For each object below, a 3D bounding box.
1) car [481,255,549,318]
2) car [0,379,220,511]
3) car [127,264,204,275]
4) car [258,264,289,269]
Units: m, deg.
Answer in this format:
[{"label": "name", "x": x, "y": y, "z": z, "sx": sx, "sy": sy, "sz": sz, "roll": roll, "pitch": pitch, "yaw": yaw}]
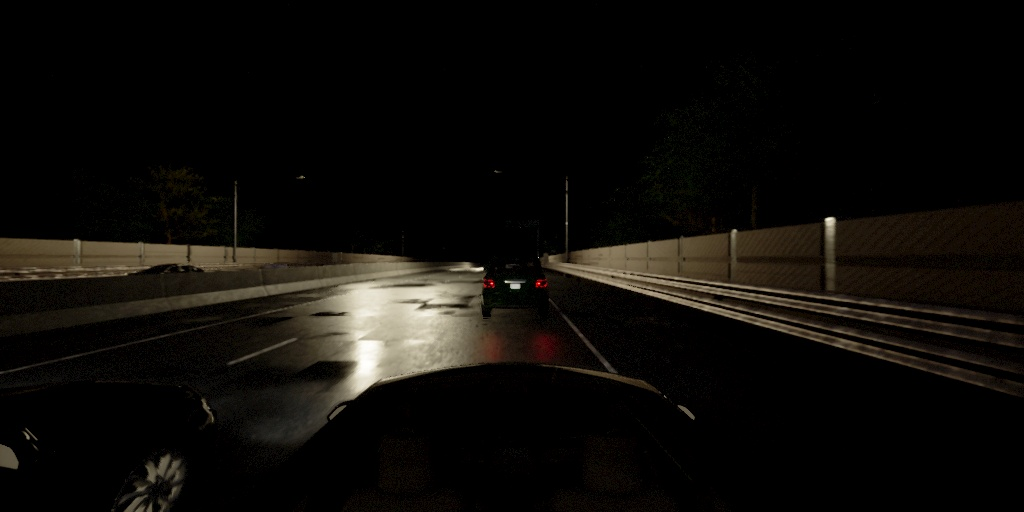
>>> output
[{"label": "car", "x": 0.095, "y": 1.001, "z": 13.282, "sx": 2.150, "sy": 2.045, "sz": 5.566, "roll": 0, "pitch": 0, "yaw": 0}, {"label": "car", "x": -3.400, "y": 1.255, "z": 1.031, "sx": 1.837, "sy": 1.490, "sz": 4.892, "roll": 0, "pitch": 0, "yaw": 0}, {"label": "car", "x": -24.607, "y": 1.334, "z": 25.614, "sx": 1.837, "sy": 1.490, "sz": 4.892, "roll": 0, "pitch": 0, "yaw": 0}, {"label": "car", "x": -21.103, "y": 1.421, "z": 31.565, "sx": 1.994, "sy": 1.385, "sz": 4.181, "roll": 0, "pitch": 0, "yaw": 0}]
